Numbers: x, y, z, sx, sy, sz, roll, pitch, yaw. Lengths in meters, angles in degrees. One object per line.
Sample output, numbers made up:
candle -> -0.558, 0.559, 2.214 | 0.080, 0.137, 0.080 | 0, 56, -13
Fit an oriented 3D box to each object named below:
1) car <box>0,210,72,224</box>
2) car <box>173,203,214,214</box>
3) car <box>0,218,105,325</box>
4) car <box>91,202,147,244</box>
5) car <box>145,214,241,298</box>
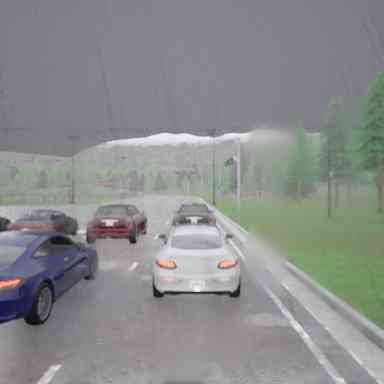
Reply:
car -> -6.905, 1.543, 15.790 | 1.994, 1.385, 4.181 | 0, 0, 0
car -> 0.097, 1.329, 17.280 | 2.097, 1.767, 4.553 | 0, 0, 0
car -> -3.397, 1.516, 6.935 | 1.812, 1.442, 4.674 | 0, 0, 0
car -> -3.406, 1.331, 15.853 | 2.097, 1.767, 4.553 | 0, 0, 0
car -> 0.098, 1.514, 8.389 | 1.812, 1.442, 4.674 | 0, 0, 0
